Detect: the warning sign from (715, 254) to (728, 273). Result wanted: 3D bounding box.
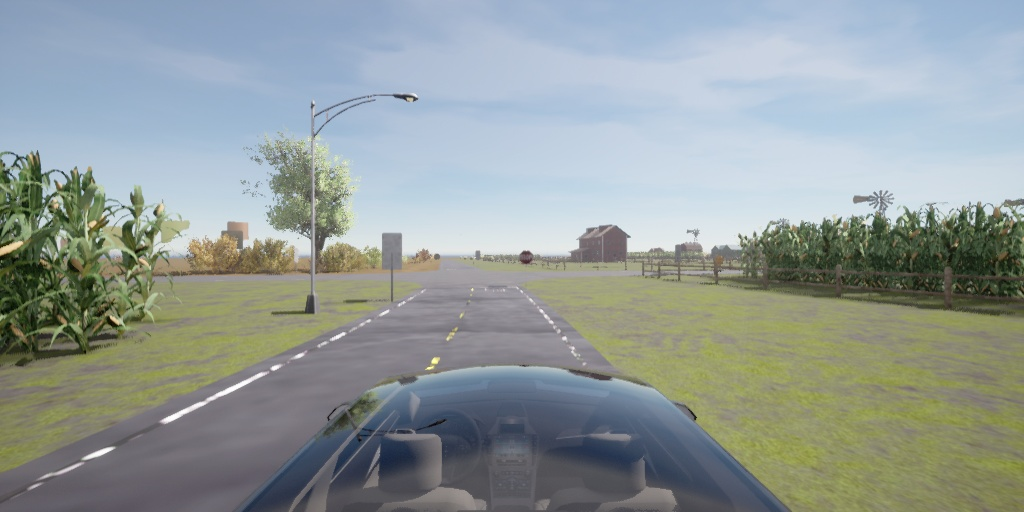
[{"bbox_3d":[20.724,0.709,35.781,1.060,1.860,1.300,0,0,-9],"label":"warning sign"}]
